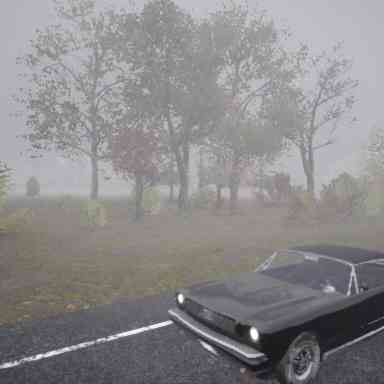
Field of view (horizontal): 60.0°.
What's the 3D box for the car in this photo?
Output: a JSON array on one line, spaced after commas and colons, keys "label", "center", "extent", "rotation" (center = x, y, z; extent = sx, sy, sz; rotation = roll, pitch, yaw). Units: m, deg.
[{"label": "car", "center": [2.009, 1.602, 5.366], "extent": [4.718, 1.301, 1.895], "rotation": [0, 0, -35]}]
